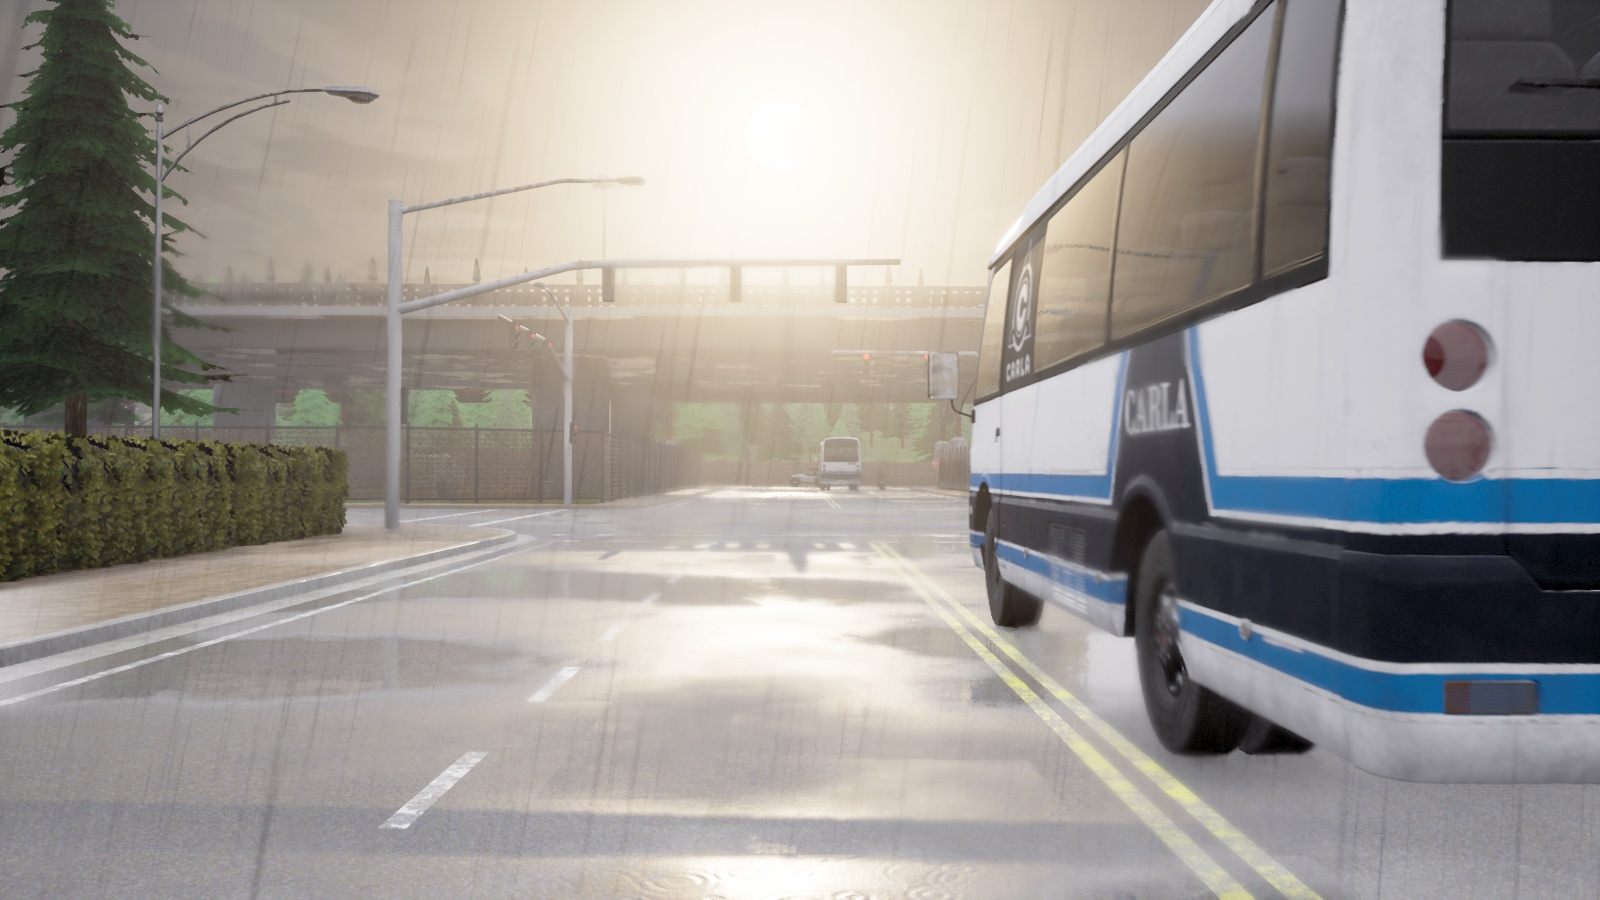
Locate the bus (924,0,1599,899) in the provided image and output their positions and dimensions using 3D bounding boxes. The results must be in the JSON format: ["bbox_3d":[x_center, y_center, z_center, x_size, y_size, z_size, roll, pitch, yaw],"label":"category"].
[{"bbox_3d":[3.479,-0.414,9.670,3.944,4.253,10.273,0,-1,0],"label":"bus"}]
